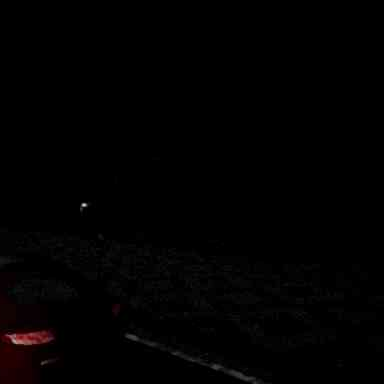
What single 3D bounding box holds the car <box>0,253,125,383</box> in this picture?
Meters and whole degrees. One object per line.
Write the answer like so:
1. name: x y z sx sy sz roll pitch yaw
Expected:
1. car: -2.779 1.575 4.833 4.206 1.307 1.802 0 0 35
